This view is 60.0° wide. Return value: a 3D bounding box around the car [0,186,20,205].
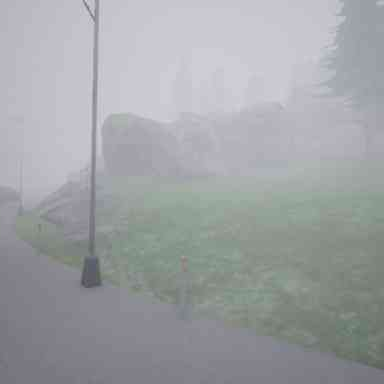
[{"bbox_3d":[-21.340,0.361,37.445,2.150,2.045,5.566,1,1,-6],"label":"car"}]
